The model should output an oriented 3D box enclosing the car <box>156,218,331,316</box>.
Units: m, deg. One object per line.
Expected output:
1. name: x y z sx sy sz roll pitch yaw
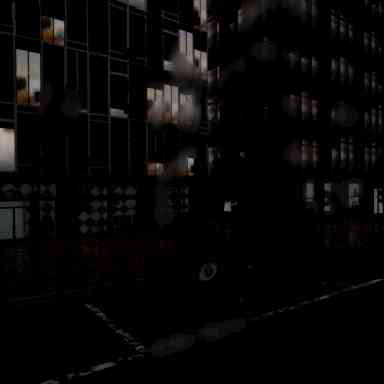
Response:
1. car: 1.217 1.439 7.429 4.097 1.590 1.967 0 -1 -35
